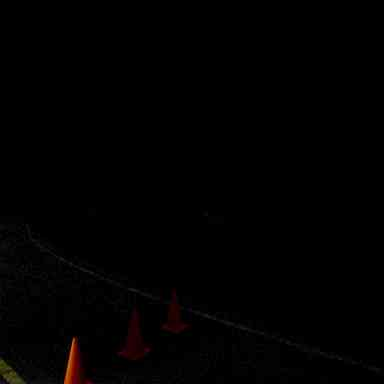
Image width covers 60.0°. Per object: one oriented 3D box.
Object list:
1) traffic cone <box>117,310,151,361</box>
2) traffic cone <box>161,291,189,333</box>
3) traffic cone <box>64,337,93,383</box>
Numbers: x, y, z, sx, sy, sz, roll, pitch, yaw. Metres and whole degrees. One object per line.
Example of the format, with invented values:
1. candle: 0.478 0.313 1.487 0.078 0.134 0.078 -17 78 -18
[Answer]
1. traffic cone: -0.800 1.940 4.614 0.340 0.580 0.340 1 1 31
2. traffic cone: -0.282 1.933 5.465 0.340 0.580 0.340 1 1 31
3. traffic cone: -1.319 1.946 3.763 0.340 0.580 0.340 1 1 31
